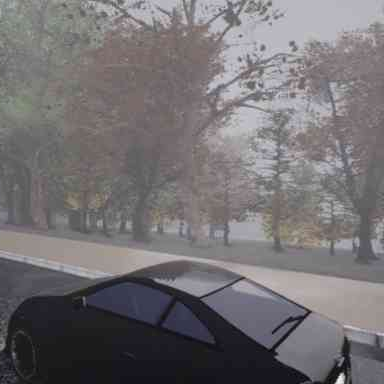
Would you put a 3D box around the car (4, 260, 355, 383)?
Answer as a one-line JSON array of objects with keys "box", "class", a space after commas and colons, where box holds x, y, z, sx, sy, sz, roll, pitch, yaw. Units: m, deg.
[{"box": [-0.389, 1.560, 3.964, 4.181, 1.385, 1.994, 0, 0, 36], "class": "car"}]
